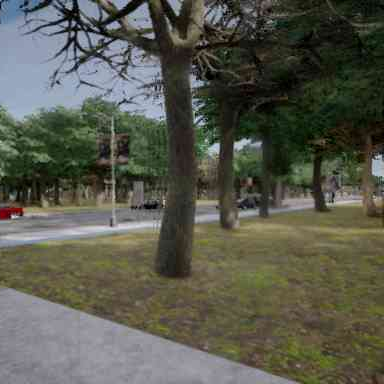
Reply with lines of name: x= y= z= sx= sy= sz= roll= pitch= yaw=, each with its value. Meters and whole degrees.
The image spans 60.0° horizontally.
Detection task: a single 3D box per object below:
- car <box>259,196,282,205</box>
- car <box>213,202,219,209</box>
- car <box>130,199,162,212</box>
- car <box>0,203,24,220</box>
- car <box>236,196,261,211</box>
car: x=12.998 y=1.745 z=53.823 sx=1.837 sy=1.490 sz=4.892 roll=0 pitch=0 yaw=36
car: x=5.042 y=1.787 z=48.204 sx=2.033 sy=1.411 sz=5.357 roll=0 pitch=0 yaw=36
car: x=-6.029 y=1.737 z=44.155 sx=1.882 sy=1.535 sz=5.008 roll=0 pitch=0 yaw=36
car: x=-17.181 y=1.705 z=28.597 sx=1.882 sy=1.535 sz=5.008 roll=0 pitch=0 yaw=36
car: x=7.114 y=1.724 z=45.530 sx=1.837 sy=1.490 sz=4.892 roll=0 pitch=0 yaw=37
